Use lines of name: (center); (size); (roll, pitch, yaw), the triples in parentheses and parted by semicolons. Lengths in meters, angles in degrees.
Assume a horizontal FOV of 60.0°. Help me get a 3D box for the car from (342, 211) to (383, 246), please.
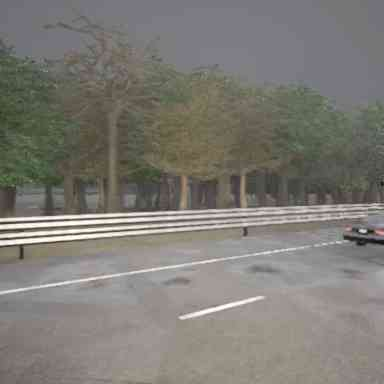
car: (8.555, 1.518, 13.907); (5.357, 1.411, 2.033); (0, 0, -33)
